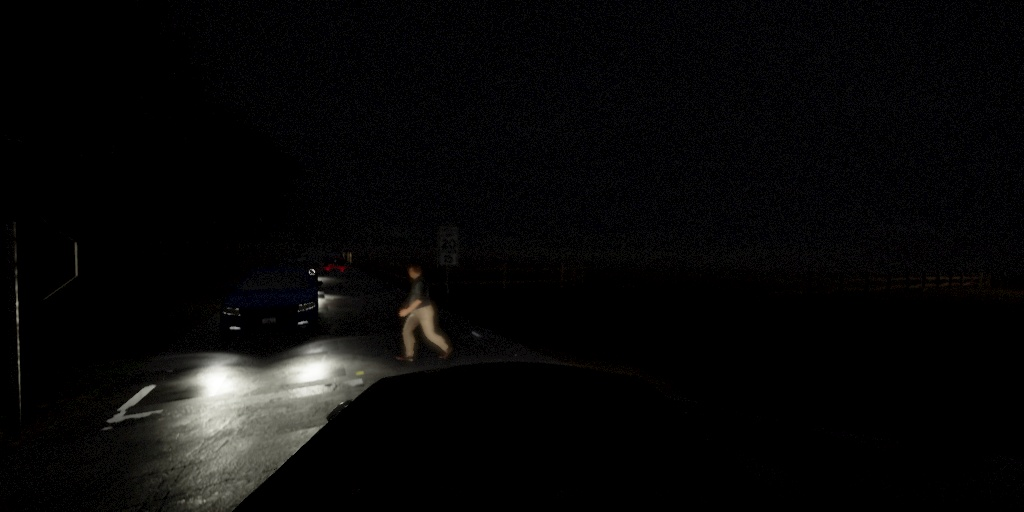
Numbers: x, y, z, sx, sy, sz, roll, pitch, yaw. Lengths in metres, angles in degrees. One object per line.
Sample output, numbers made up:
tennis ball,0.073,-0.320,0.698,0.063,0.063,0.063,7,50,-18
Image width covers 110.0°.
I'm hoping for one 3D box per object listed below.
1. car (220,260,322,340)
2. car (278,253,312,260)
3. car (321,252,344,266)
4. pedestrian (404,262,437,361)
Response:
car,-6.352,1.053,9.763,1.882,1.535,5.008,0,1,-29
car,-11.126,0.731,18.337,2.097,1.767,4.553,0,1,-29
car,-20.263,0.345,40.801,1.882,1.535,5.008,0,1,-29
pedestrian,-1.637,0.962,6.415,0.375,1.860,0.375,-1,3,-29
